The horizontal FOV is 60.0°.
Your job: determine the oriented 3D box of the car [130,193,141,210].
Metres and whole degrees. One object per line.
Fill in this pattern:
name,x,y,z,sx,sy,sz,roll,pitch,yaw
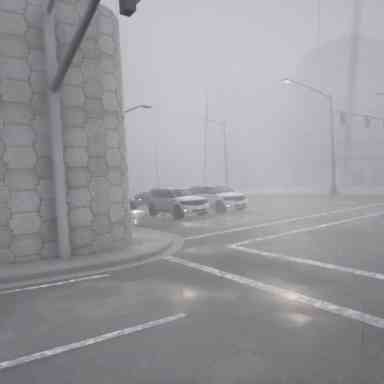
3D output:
car,-6.737,1.006,31.143,1.994,1.385,4.181,-5,3,-35

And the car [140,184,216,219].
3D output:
car,-1.135,0.668,23.168,2.150,2.045,5.566,-5,2,-35

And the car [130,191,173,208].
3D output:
car,-4.205,0.698,33.609,2.128,1.511,4.902,-5,3,-35

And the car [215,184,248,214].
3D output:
car,1.720,0.433,25.180,2.150,2.045,5.566,-5,2,-35
